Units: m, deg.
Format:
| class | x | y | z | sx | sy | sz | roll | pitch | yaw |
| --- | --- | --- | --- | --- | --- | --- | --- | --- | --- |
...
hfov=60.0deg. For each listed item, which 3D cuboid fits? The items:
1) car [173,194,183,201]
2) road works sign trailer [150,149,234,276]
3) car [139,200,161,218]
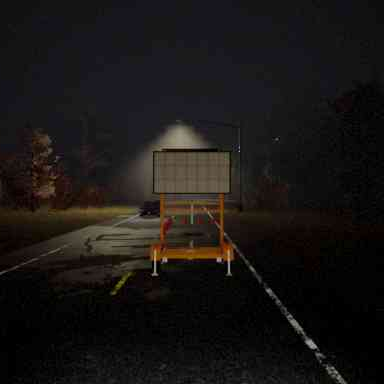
| class | x | y | z | sx | sy | sz | roll | pitch | yaw |
| --- | --- | --- | --- | --- | --- | --- | --- | --- | --- |
| car | -3.490 | 1.232 | 83.674 | 2.150 | 2.045 | 5.566 | 0 | 0 | 0 |
| road works sign trailer | 0.000 | 0.464 | 10.349 | 2.380 | 3.560 | 2.880 | 0 | 0 | 0 |
| car | -3.597 | 1.504 | 30.230 | 1.837 | 1.490 | 4.892 | 0 | 0 | 0 |
